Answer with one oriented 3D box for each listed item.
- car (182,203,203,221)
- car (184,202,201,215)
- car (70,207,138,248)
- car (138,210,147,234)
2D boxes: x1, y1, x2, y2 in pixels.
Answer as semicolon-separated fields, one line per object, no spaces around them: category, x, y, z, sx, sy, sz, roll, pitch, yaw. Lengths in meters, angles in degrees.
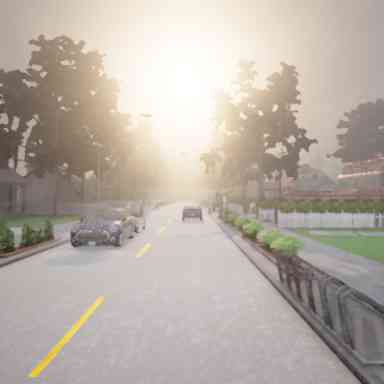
car;0.029;1.898;32.254;1.882;1.535;5.008;0;-1;0
car;0.007;2.104;42.680;2.033;1.411;5.357;0;-1;0
car;-4.124;1.561;15.961;2.097;1.767;4.553;0;-1;0
car;-4.045;1.790;21.117;1.895;1.301;4.718;0;-1;0
